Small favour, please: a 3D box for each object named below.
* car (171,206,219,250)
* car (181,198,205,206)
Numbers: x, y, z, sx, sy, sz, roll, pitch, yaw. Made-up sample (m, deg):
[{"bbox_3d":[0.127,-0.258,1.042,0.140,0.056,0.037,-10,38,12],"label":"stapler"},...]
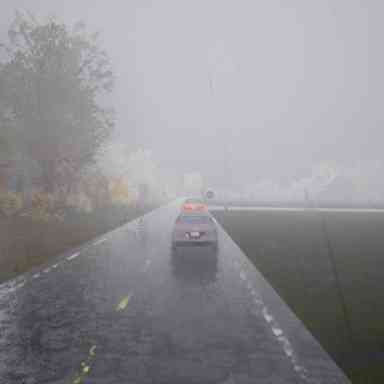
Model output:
[{"bbox_3d":[0.103,1.531,14.193,2.033,1.411,5.357,0,0,0],"label":"car"},{"bbox_3d":[0.102,1.320,29.935,2.097,1.767,4.553,0,0,0],"label":"car"}]
